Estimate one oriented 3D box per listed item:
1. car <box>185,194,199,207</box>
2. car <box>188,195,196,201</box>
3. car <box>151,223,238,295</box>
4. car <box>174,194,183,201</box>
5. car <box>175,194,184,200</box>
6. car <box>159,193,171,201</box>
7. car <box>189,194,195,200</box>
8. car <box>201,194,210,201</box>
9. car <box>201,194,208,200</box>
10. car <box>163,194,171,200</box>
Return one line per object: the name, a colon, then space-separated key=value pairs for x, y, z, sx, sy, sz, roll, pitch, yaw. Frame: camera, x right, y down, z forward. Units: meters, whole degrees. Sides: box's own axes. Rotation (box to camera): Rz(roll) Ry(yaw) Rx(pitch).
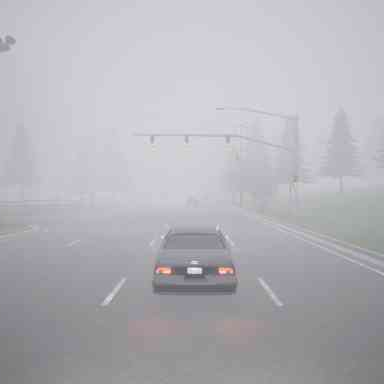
car: x=0.009 y=1.352 z=52.891 sx=2.097 sy=1.767 sz=4.553 roll=0 pitch=0 yaw=0
car: x=0.017 y=1.531 z=83.534 sx=2.033 sy=1.411 sz=5.357 roll=0 pitch=0 yaw=0
car: x=0.068 y=1.547 z=8.852 sx=2.033 sy=1.411 sz=5.357 roll=0 pitch=0 yaw=0
car: x=-3.483 y=1.517 z=83.951 sx=1.812 sy=1.442 sz=4.674 roll=0 pitch=0 yaw=0
car: x=-3.481 y=1.357 z=93.955 sx=2.128 sy=1.511 sz=4.902 roll=0 pitch=0 yaw=0
car: x=-6.983 y=1.217 z=83.565 sx=2.150 sy=2.045 sz=5.566 roll=0 pitch=0 yaw=0
car: x=0.019 y=1.310 z=93.954 sx=1.882 sy=1.535 sz=5.008 roll=0 pitch=0 yaw=0
car: x=3.517 y=1.492 z=83.533 sx=1.837 sy=1.490 sz=4.892 roll=0 pitch=0 yaw=0
car: x=3.519 y=1.310 z=93.953 sx=1.882 sy=1.535 sz=5.008 roll=0 pitch=0 yaw=0
car: x=-6.981 y=1.385 z=93.955 sx=1.994 sy=1.385 sz=4.181 roll=0 pitch=0 yaw=0
